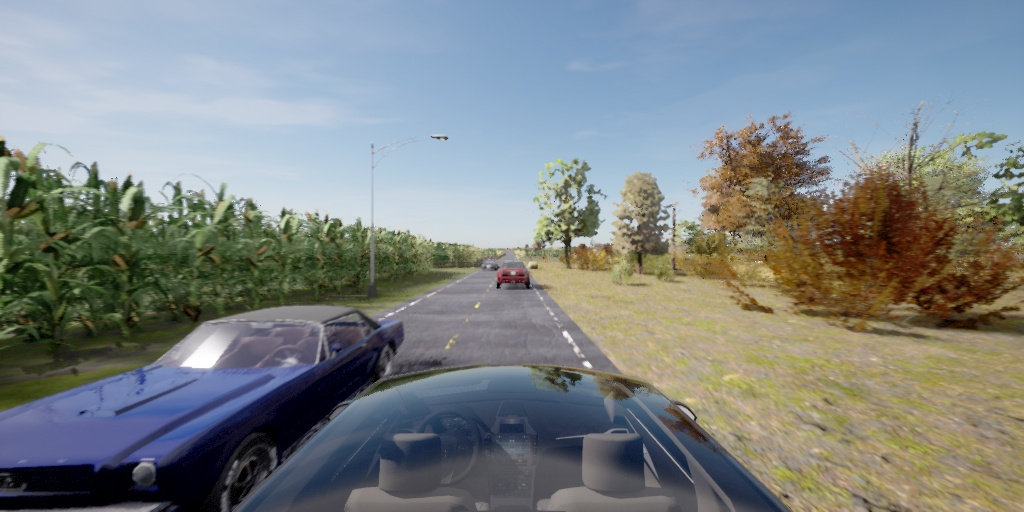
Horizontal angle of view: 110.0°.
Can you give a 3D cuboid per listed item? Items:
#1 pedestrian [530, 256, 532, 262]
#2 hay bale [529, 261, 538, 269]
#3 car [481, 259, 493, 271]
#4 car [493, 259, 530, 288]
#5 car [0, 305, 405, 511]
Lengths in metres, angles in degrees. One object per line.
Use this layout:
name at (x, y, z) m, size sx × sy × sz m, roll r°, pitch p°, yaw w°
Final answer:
pedestrian at (2.799, 0.922, 52.891) m, size 0.375 × 1.860 × 0.375 m, roll 0°, pitch 1°, yaw 0°
hay bale at (3.099, 1.283, 51.780) m, size 1.220 × 1.180 × 1.240 m, roll 0°, pitch 0°, yaw 0°
car at (-2.855, 1.138, 46.472) m, size 2.128 × 1.511 × 4.902 m, roll 0°, pitch 0°, yaw 0°
car at (0.073, 1.064, 23.751) m, size 2.097 × 1.767 × 4.553 m, roll 0°, pitch 0°, yaw 0°
car at (-2.848, 1.347, 4.219) m, size 1.895 × 1.301 × 4.718 m, roll 0°, pitch 0°, yaw 0°
